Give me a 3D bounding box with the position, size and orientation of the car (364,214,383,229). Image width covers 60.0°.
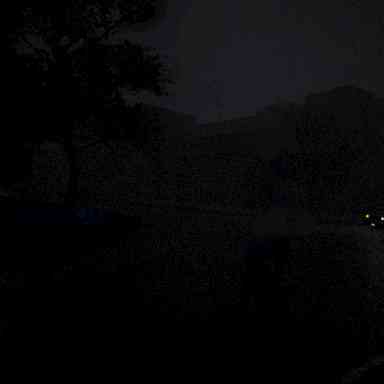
[{"bbox_3d":[11.978,1.550,17.919,4.718,1.301,1.895,3,2,0],"label":"car"}]
